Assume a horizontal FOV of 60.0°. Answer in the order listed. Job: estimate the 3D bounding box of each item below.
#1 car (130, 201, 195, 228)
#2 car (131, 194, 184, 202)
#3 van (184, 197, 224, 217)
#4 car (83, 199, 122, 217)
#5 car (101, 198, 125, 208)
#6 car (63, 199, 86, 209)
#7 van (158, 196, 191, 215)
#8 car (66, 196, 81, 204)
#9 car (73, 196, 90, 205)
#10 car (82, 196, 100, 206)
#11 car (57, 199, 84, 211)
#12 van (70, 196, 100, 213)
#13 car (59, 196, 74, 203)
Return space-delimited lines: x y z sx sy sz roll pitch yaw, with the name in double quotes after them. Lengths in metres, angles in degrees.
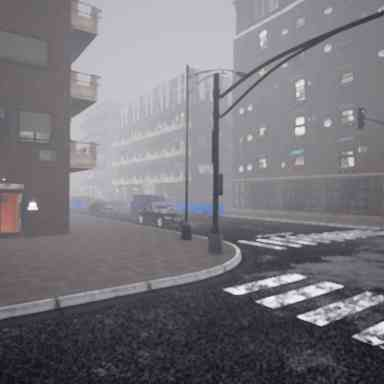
-2.061 1.504 21.859 2.008 1.369 4.403 1 0 -35 "car"
-3.307 1.208 28.007 2.150 2.045 5.566 1 0 -35 "car"
1.245 1.378 30.941 1.690 1.788 3.998 1 0 -35 "van"
-8.420 1.556 31.065 1.802 1.307 4.206 1 0 -35 "car"
-11.472 1.621 49.353 1.887 1.381 4.507 1 0 -35 "car"
-16.996 1.631 47.949 1.895 1.301 4.718 1 0 -34 "car"
-1.934 1.388 35.544 1.690 1.788 3.998 1 0 -35 "van"
-24.186 1.551 67.767 1.967 1.590 4.097 1 0 -35 "car"
-21.007 1.542 63.164 1.967 1.590 4.097 1 0 -35 "car"
-17.828 1.534 58.560 1.967 1.590 4.097 1 0 -35 "car"
-14.777 1.544 40.272 2.008 1.369 4.403 1 0 -35 "car"
-11.597 1.325 35.670 1.690 1.788 3.998 1 0 -35 "van"
-27.366 1.663 72.370 1.887 1.381 4.507 1 0 -35 "car"
